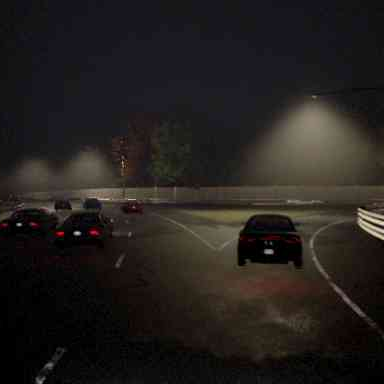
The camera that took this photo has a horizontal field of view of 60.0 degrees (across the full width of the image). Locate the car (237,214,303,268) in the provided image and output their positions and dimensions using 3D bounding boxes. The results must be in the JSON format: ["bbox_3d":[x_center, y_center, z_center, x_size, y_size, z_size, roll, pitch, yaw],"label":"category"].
[{"bbox_3d":[2.712,1.491,11.518,1.882,1.535,5.008,-1,0,14],"label":"car"}]

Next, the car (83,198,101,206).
[{"bbox_3d":[-13.568,1.622,44.974,1.882,1.535,5.008,0,0,-25],"label":"car"}]

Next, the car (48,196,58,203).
[{"bbox_3d":[-32.259,1.763,78.392,5.008,1.535,1.882,0,0,43],"label":"car"}]

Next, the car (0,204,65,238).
[{"bbox_3d":[-8.777,1.619,18.413,2.033,1.411,5.357,0,0,-11],"label":"car"}]

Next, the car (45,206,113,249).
[{"bbox_3d":[-4.641,1.596,14.873,2.033,1.411,5.357,0,0,-8],"label":"car"}]

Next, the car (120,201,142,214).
[{"bbox_3d":[-6.941,1.668,37.835,1.994,1.385,4.181,0,0,-19],"label":"car"}]

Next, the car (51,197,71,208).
[{"bbox_3d":[-17.559,1.724,45.100,1.994,1.385,4.181,0,0,-25],"label":"car"}]
